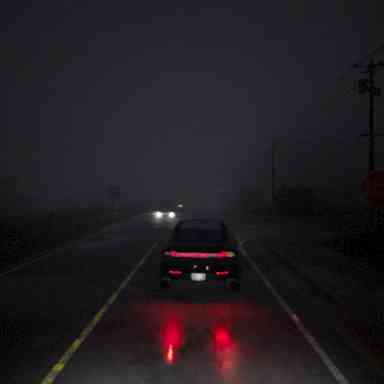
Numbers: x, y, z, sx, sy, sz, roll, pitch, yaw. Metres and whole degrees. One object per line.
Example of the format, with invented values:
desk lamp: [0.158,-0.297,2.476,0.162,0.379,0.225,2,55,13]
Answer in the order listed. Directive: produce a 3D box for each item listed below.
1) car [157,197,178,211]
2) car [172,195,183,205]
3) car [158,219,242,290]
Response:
car: [-3.021,1.543,39.427,1.895,1.301,4.718,0,0,1]
car: [-2.720,1.269,56.943,2.097,1.767,4.553,0,0,1]
car: [0.277,1.478,9.070,2.128,1.511,4.902,0,0,4]
